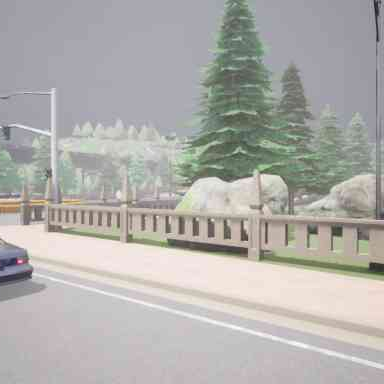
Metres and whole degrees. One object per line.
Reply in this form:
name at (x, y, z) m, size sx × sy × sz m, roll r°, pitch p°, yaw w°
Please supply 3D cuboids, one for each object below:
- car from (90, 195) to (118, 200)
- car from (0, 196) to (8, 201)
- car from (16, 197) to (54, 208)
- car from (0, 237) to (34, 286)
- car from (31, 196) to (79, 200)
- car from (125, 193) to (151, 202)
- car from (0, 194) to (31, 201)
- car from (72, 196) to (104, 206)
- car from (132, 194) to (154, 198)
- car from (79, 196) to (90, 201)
car at (-13.022, 1.334, 52.270) m, size 2.097 × 1.767 × 4.553 m, roll 0°, pitch 1°, yaw 36°
car at (-23.925, 1.491, 37.113) m, size 2.128 × 1.511 × 4.902 m, roll 0°, pitch 0°, yaw 36°
car at (-23.398, 1.505, 49.816) m, size 1.837 × 1.490 × 4.892 m, roll 0°, pitch 0°, yaw 36°
car at (-6.105, 1.547, 8.317) m, size 5.357 × 1.411 × 2.033 m, roll 0°, pitch 0°, yaw 36°
car at (-18.370, 1.478, 44.823) m, size 1.882 × 1.535 × 5.008 m, roll 0°, pitch 0°, yaw 36°
car at (-10.847, 1.046, 67.246) m, size 2.033 × 1.411 × 5.357 m, roll 0°, pitch 4°, yaw 36°
car at (-24.176, 1.221, 42.748) m, size 2.150 × 2.045 × 5.566 m, roll 0°, pitch 0°, yaw 36°
car at (-17.913, 1.456, 57.463) m, size 2.128 × 1.511 × 4.902 m, roll 0°, pitch 1°, yaw 36°
car at (-7.944, 1.242, 59.353) m, size 2.128 × 1.511 × 4.902 m, roll 0°, pitch 3°, yaw 36°
car at (-18.508, 1.352, 50.624) m, size 2.097 × 1.767 × 4.553 m, roll 0°, pitch 0°, yaw 35°
